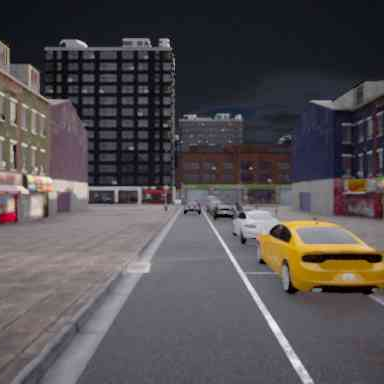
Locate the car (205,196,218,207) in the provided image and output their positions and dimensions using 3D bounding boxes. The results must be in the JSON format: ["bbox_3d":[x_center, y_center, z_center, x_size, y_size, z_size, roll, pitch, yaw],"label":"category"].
[{"bbox_3d":[2.644,1.550,39.432,1.967,1.590,4.097,0,0,0],"label":"car"}]

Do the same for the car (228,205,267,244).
[{"bbox_3d":[3.024,1.552,15.878,1.812,1.442,4.674,0,0,0],"label":"car"}]

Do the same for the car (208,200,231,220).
[{"bbox_3d":[2.643,1.631,28.484,1.947,1.339,4.313,0,0,0],"label":"car"}]

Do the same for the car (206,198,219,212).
[{"bbox_3d":[2.643,1.612,34.128,1.752,1.417,4.829,0,0,0],"label":"car"}]

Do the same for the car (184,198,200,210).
[{"bbox_3d":[-0.019,1.635,47.471,2.128,1.511,4.902,0,0,-1],"label":"car"}]

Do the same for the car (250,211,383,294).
[{"bbox_3d":[3.015,1.489,8.878,1.882,1.535,5.008,0,0,0],"label":"car"}]

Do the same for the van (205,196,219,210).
[{"bbox_3d":[2.645,1.474,44.907,1.690,1.788,3.998,0,0,0],"label":"van"}]

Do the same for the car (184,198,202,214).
[{"bbox_3d":[0.065,1.644,36.371,2.033,1.411,5.357,0,0,2],"label":"car"}]
